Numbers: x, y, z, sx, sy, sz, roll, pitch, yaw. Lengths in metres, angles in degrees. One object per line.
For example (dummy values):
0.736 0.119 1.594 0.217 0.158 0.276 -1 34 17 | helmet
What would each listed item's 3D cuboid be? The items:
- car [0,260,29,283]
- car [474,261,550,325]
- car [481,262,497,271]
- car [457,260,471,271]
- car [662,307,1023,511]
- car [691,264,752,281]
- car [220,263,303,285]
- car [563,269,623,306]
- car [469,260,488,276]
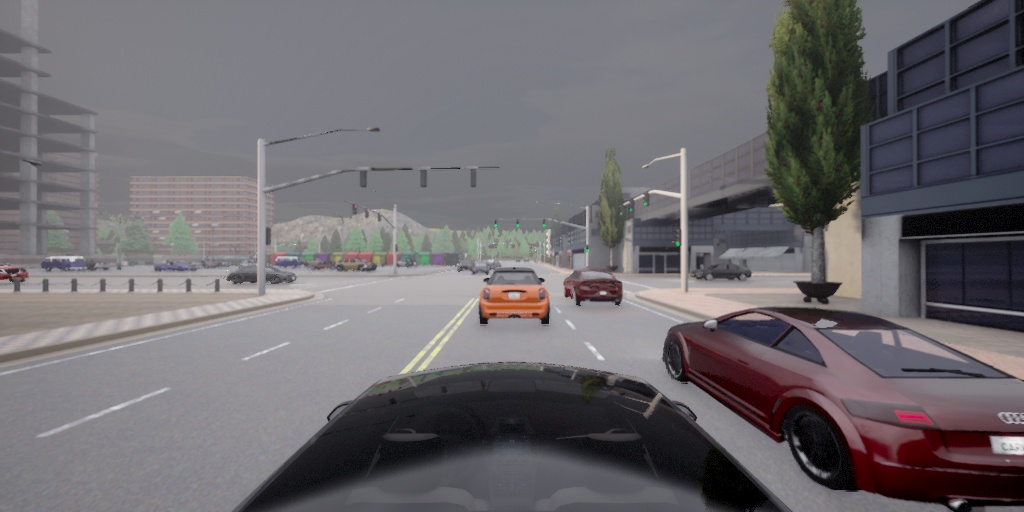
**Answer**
-40.461 1.124 27.160 5.566 2.045 2.150 0 0 0 | car
0.072 1.165 12.273 2.097 1.767 4.553 0 0 0 | car
-3.544 1.641 55.935 1.994 1.385 4.181 0 0 2 | car
-6.993 1.420 54.500 2.097 1.767 4.553 0 0 1 | car
3.601 1.331 4.567 1.994 1.385 4.181 0 0 0 | car
18.396 1.434 31.632 4.892 1.490 1.837 0 0 0 | car
-18.921 1.429 27.220 4.674 1.442 1.812 0 0 0 | car
3.563 1.317 16.497 1.882 1.535 5.008 0 0 0 | car
-3.675 1.521 42.312 1.812 1.442 4.674 0 0 -2 | car
